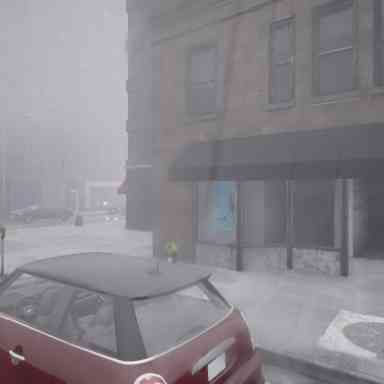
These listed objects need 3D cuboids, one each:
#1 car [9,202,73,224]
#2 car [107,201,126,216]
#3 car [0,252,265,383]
[{"bbox_3d":[-11.349,1.516,25.345,1.812,1.442,4.674,0,0,37],"label":"car"},{"bbox_3d":[-6.225,1.555,32.622,1.994,1.385,4.181,0,0,35],"label":"car"},{"bbox_3d":[-1.376,1.440,3.830,4.097,1.590,1.967,0,0,36],"label":"car"}]
